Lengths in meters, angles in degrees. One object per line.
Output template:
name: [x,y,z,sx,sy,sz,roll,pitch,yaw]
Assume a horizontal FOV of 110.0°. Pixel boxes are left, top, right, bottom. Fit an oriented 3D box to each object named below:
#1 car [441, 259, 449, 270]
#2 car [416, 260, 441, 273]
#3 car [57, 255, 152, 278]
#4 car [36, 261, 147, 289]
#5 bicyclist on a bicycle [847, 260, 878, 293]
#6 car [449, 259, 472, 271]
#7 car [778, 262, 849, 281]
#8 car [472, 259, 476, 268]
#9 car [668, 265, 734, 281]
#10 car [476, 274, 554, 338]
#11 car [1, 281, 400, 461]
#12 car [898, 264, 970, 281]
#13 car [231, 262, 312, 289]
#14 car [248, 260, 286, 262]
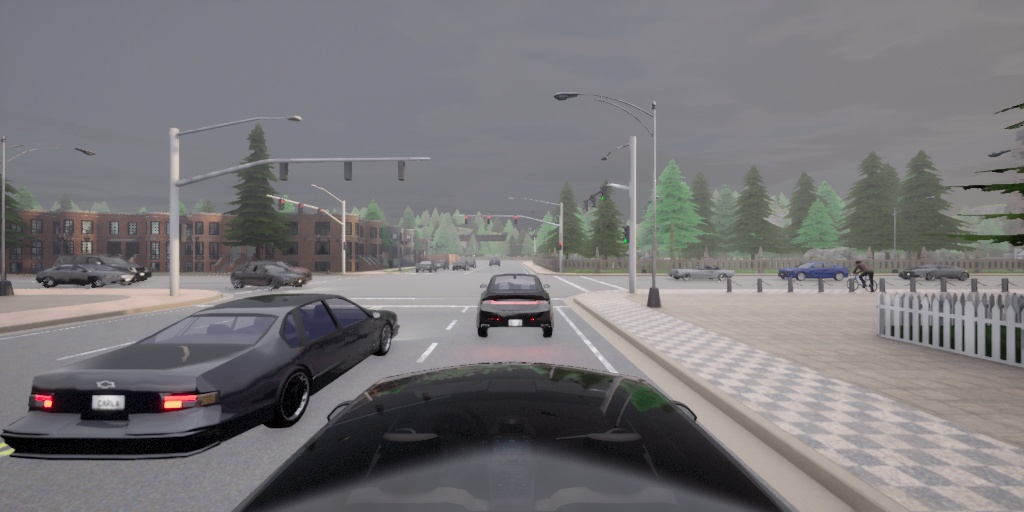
car: [-10.574,1.265,53.676,2.128,1.511,4.902,0,0,0]
car: [-10.573,1.295,44.568,1.812,1.442,4.674,0,0,0]
car: [-29.952,0.982,26.244,5.566,2.045,2.150,0,0,-2]
car: [-26.955,1.251,22.822,4.902,1.511,2.128,0,0,-2]
bicyclist on a bicycle: [18.254,1.060,18.730,0.582,1.620,1.656,0,0,0]
car: [-7.081,1.276,49.987,1.837,1.490,4.892,0,0,0]
car: [24.862,1.240,29.703,5.008,1.535,1.882,0,0,0]
car: [-7.043,1.281,59.971,1.837,1.490,4.892,0,0,0]
car: [15.570,1.363,29.716,4.718,1.301,1.895,0,0,0]
car: [0.084,1.245,10.247,2.128,1.511,4.902,0,0,0]
car: [-3.435,1.299,5.580,2.033,1.411,5.357,0,0,0]
car: [34.836,1.327,29.678,4.181,1.385,1.994,0,0,1]
car: [-14.842,1.265,21.959,4.892,1.490,1.837,0,-2,18]
car: [-17.454,1.113,26.595,4.553,1.767,2.097,0,0,-3]
